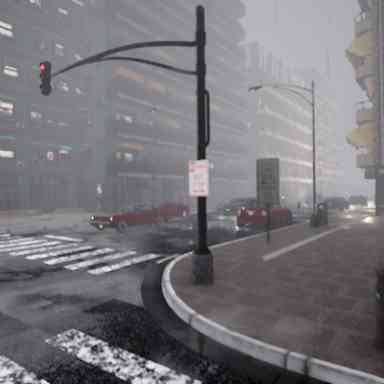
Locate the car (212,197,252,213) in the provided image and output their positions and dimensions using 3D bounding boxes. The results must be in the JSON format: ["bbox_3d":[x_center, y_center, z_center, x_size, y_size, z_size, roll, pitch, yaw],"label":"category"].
[{"bbox_3d":[4.032,1.242,33.057,2.008,1.369,4.403,0,0,36],"label":"car"}]

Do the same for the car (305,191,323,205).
[{"bbox_3d":[17.401,1.027,46.822,1.837,1.490,4.892,-1,0,36],"label":"car"}]

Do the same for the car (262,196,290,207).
[{"bbox_3d":[10.715,1.170,42.205,1.947,1.339,4.313,0,0,36],"label":"car"}]

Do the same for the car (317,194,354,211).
[{"bbox_3d":[14.141,1.128,32.688,1.947,1.339,4.313,0,0,36],"label":"car"}]

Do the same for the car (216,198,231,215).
[{"bbox_3d":[4.382,1.188,29.153,1.837,1.490,4.892,-1,1,36],"label":"car"}]

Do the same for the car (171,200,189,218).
[{"bbox_3d":[-2.000,1.316,24.952,1.887,1.381,4.507,0,0,36],"label":"car"}]

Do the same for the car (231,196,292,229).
[{"bbox_3d":[4.208,1.133,18.902,1.967,1.590,4.097,0,0,36],"label":"car"}]

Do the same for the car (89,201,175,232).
[{"bbox_3d":[-3.331,1.392,18.573,1.895,1.301,4.718,-1,0,35],"label":"car"}]

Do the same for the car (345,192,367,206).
[{"bbox_3d":[20.822,1.020,41.836,1.887,1.381,4.507,0,0,36],"label":"car"}]

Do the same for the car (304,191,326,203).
[{"bbox_3d":[20.737,0.791,55.926,2.192,1.841,5.009,0,0,36],"label":"car"}]
